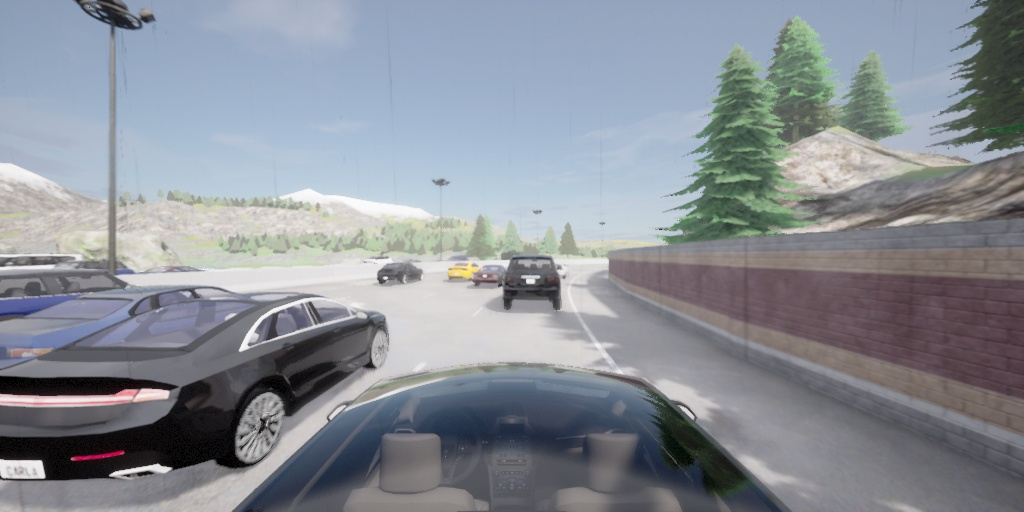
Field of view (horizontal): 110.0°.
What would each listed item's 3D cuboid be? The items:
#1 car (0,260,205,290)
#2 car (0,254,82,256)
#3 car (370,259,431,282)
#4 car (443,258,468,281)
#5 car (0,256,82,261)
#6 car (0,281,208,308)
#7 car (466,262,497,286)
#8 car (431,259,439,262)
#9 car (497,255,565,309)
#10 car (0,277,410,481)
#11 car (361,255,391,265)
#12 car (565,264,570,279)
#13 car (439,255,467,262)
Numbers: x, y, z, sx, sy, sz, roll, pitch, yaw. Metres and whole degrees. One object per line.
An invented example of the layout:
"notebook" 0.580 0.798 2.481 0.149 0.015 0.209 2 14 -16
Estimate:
"car" -10.117 1.070 8.189 2.097 1.767 4.553 0 0 3
"car" -26.914 0.887 19.430 2.150 2.045 5.566 0 0 7
"car" -7.999 1.226 26.236 1.837 1.490 4.892 0 0 10
"car" -3.733 1.210 29.807 1.882 1.535 5.008 0 0 12
"car" -23.373 1.028 19.284 2.097 1.767 4.553 0 0 7
"car" -6.724 1.276 7.069 2.033 1.411 5.357 0 0 3
"car" -1.234 1.289 24.627 2.033 1.411 5.357 0 0 10
"car" -12.652 1.263 60.315 1.994 1.385 4.181 0 0 22
"car" 0.927 0.971 15.113 2.150 2.045 5.566 0 0 6
"car" -3.260 1.231 4.857 2.128 1.511 4.902 0 0 2
"car" -21.433 0.894 57.102 2.150 2.045 5.566 0 0 20
"car" 4.224 1.281 33.093 1.812 1.442 4.674 0 0 14
"car" -9.225 0.931 59.461 2.150 2.045 5.566 0 0 23
